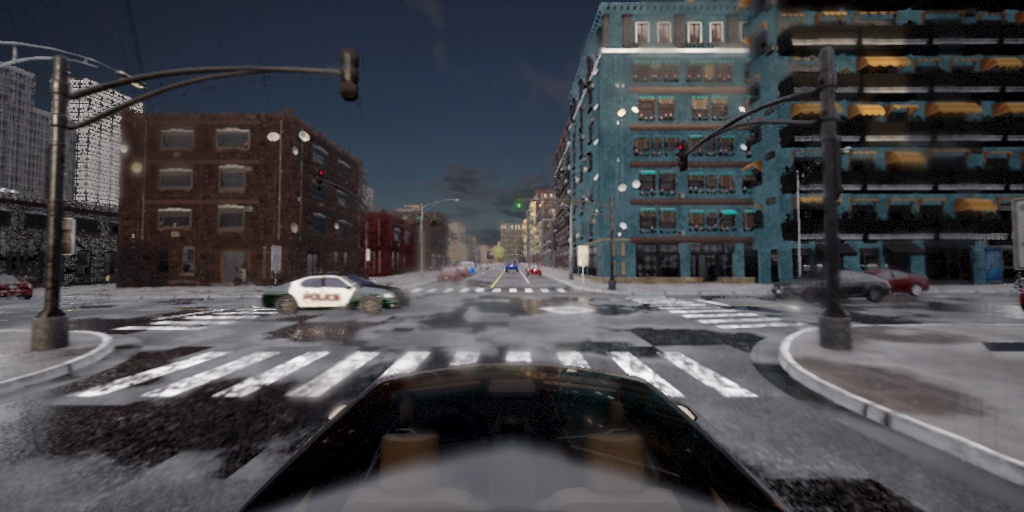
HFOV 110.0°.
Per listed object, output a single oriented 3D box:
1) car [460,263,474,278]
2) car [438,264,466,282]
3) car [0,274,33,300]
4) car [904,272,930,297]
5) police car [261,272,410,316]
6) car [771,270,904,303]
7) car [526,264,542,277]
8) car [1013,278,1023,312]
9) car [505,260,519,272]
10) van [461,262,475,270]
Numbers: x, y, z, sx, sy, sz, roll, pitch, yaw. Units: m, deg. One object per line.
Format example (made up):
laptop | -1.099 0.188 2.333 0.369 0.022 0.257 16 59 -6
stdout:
car | -5.690 1.764 39.347 1.888 1.381 4.507 0 0 0
car | -5.766 1.693 33.665 1.888 1.381 4.507 0 0 0
car | -29.314 1.728 19.685 4.097 1.591 1.967 0 0 1
car | 19.477 1.424 19.199 4.507 1.381 1.888 0 0 1
police car | -6.516 1.401 13.670 4.974 1.542 2.038 0 -1 1
car | 14.672 1.360 16.586 4.674 1.442 1.812 -1 -2 1
car | 2.691 1.731 45.094 1.967 1.591 4.097 0 0 0
car | 18.174 1.061 10.632 4.097 1.591 1.967 0 0 1
car | 0.001 1.711 60.959 2.150 2.045 5.566 0 -1 0
van | -5.689 1.631 45.034 1.690 1.789 3.998 0 0 0
